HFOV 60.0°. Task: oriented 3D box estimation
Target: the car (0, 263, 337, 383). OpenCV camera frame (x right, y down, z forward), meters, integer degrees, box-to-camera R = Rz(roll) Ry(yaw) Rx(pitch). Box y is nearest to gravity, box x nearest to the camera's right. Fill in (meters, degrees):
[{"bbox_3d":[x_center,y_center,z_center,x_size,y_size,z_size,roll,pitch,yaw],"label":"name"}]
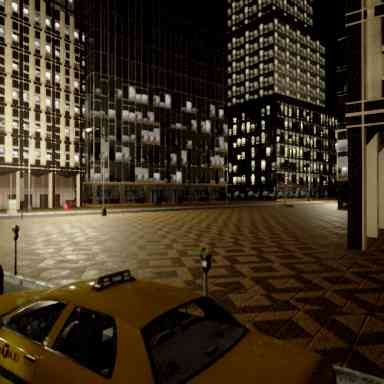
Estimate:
[{"bbox_3d":[-1.017,1.525,3.599,4.829,1.417,1.752,0,0,35],"label":"car"}]
